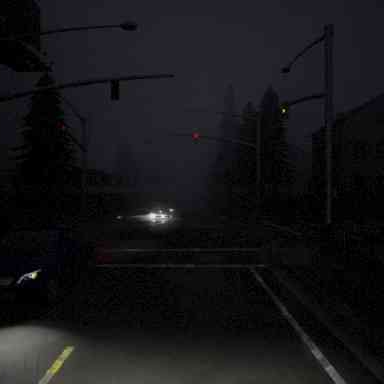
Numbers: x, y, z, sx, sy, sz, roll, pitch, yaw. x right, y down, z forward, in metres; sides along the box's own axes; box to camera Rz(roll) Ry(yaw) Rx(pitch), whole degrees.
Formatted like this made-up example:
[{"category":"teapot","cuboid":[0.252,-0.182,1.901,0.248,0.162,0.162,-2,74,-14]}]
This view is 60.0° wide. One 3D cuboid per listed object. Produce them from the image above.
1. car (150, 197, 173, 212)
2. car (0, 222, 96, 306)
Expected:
[{"category":"car","cuboid":[-3.627,1.491,38.102,2.128,1.511,4.902,0,0,0]},{"category":"car","cuboid":[-3.700,1.528,8.161,1.812,1.442,4.674,0,0,-1]}]
